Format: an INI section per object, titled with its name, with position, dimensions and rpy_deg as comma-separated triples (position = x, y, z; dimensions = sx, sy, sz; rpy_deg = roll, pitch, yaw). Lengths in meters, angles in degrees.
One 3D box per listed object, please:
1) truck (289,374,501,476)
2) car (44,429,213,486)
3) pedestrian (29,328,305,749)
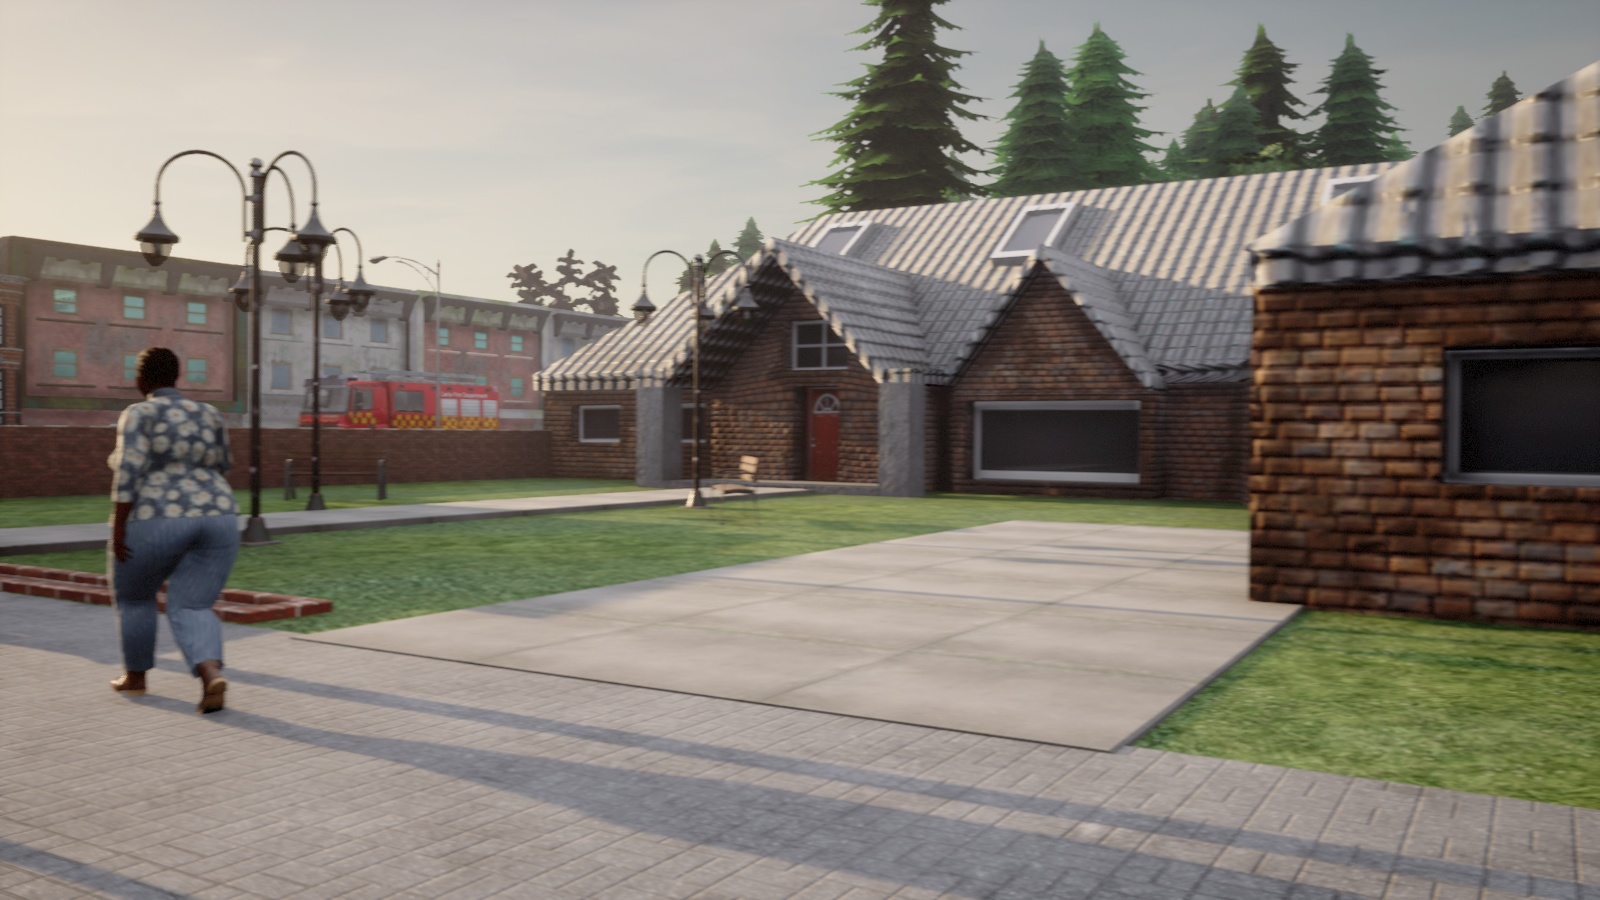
[truck]
position = -16.503, -1.012, 51.870
dimensions = 2.891, 3.827, 8.468
rpy_deg = 0, 1, 31
[car]
position = -22.400, 0.205, 42.060
dimensions = 2.097, 1.767, 4.553
rpy_deg = 0, 1, 31
[pedestrian]
position = -3.091, 0.383, 6.149
dimensions = 0.900, 1.855, 0.874
rpy_deg = 0, 1, 37
